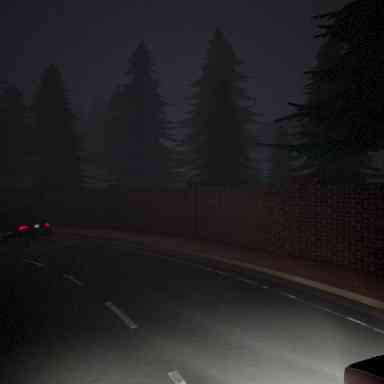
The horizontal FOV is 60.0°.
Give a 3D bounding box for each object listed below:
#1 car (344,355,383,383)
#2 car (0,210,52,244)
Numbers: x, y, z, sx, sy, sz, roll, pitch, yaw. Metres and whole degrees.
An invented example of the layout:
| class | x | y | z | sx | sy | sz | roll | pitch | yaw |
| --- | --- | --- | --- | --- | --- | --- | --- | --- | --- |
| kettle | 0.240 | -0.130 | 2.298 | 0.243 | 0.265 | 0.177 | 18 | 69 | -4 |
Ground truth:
| class | x | y | z | sx | sy | sz | roll | pitch | yaw |
| --- | --- | --- | --- | --- | --- | --- | --- | --- | --- |
| car | 2.773 | 1.547 | 0.700 | 2.033 | 1.411 | 5.357 | 0 | 0 | -15 |
| car | -9.046 | 1.547 | 15.578 | 5.357 | 1.411 | 2.033 | 0 | 0 | 25 |
